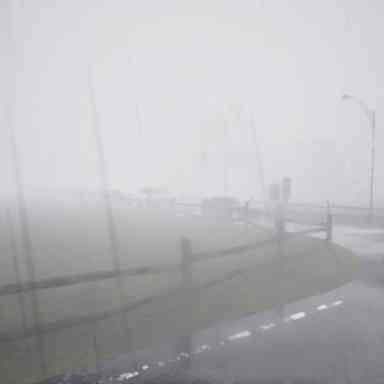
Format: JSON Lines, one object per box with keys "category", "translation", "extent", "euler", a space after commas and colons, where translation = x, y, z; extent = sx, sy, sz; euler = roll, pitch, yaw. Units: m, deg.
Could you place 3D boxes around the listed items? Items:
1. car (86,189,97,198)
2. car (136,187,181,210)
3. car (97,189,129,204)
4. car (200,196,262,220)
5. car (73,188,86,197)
{"category": "car", "translation": [-14.477, 0.298, 52.294], "extent": [1.882, 1.535, 5.008], "euler": [1, 1, -35]}
{"category": "car", "translation": [-3.230, 0.558, 31.119], "extent": [2.150, 2.045, 5.566], "euler": [1, 1, -35]}
{"category": "car", "translation": [-9.153, 0.451, 39.584], "extent": [2.097, 1.767, 4.553], "euler": [1, 1, -35]}
{"category": "car", "translation": [2.590, 1.050, 22.805], "extent": [1.882, 1.535, 5.008], "euler": [1, 1, -35]}
{"category": "car", "translation": [-20.489, 0.076, 60.865], "extent": [2.128, 1.511, 4.902], "euler": [1, 1, -35]}
